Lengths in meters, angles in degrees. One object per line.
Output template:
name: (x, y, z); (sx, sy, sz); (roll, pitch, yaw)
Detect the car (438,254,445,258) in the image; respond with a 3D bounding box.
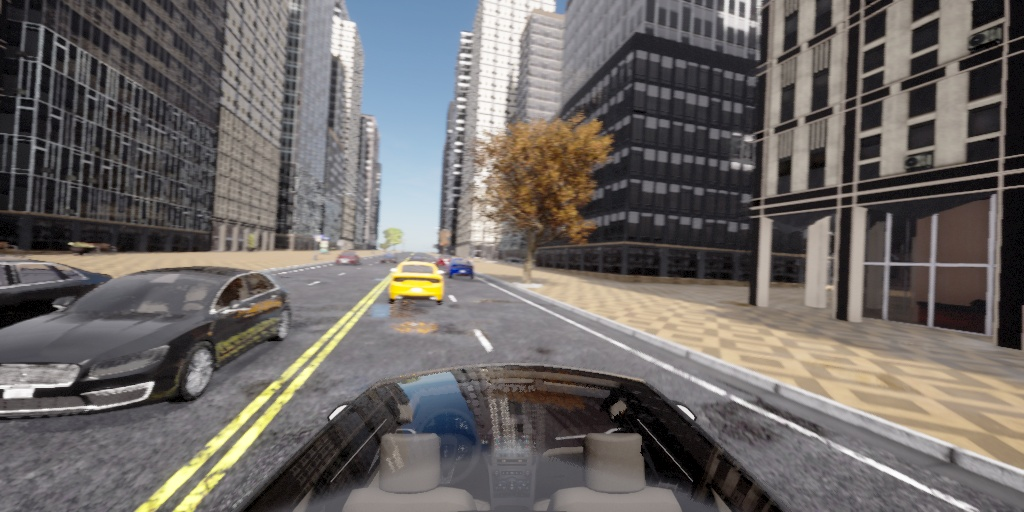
car: (-8.249, 0.529, 43.702); (2.097, 1.767, 4.553); (3, 0, -15)

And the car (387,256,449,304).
car: (-3.871, 0.971, 14.630); (1.882, 1.535, 5.008); (3, 0, -15)

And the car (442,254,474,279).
car: (-4.177, 0.927, 28.412); (1.882, 1.535, 5.008); (3, 0, -15)

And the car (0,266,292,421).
car: (-5.036, 0.947, 5.573); (1.837, 1.490, 4.892); (3, 0, -15)

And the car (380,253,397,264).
car: (-15.685, 0.278, 46.003); (2.033, 1.411, 5.357); (3, 0, -14)

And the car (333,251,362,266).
car: (-16.566, 0.222, 36.479); (1.812, 1.442, 4.674); (3, 0, -15)

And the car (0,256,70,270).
car: (-8.254, 0.743, 5.058); (2.128, 1.511, 4.902); (3, 0, -15)
